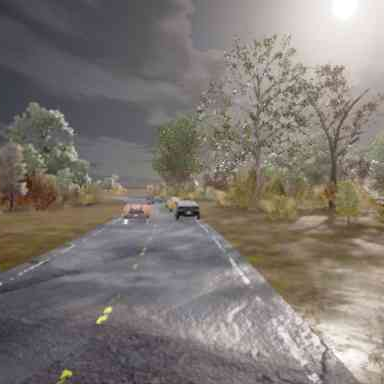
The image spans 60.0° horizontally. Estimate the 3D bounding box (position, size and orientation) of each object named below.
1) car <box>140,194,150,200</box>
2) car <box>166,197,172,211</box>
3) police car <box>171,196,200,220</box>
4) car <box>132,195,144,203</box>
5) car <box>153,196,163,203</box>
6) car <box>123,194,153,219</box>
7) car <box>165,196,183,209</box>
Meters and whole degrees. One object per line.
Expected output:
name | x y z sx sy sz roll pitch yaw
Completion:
car | -11.620 1.211 82.218 1.812 1.442 4.674 0 0 -16
car | -1.566 1.376 37.477 1.882 1.535 5.008 0 0 -7
police car | -0.460 1.349 27.570 1.930 1.638 5.238 0 0 -5
car | -11.236 1.343 68.641 2.128 1.511 4.902 0 0 -13
car | -6.552 1.383 61.966 2.033 1.411 5.357 0 0 -12
car | -4.606 1.279 28.343 2.097 1.767 4.553 0 0 -6
car | -2.423 1.337 43.655 1.801 1.575 5.366 0 0 -8
